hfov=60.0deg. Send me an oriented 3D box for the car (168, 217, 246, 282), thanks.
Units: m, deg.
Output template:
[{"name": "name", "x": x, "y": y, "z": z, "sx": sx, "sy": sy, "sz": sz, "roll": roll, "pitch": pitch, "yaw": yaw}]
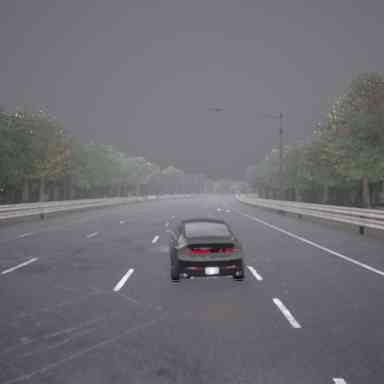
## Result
[{"name": "car", "x": 0.285, "y": 1.508, "z": 9.842, "sx": 1.837, "sy": 1.490, "sz": 4.892, "roll": -1, "pitch": 0, "yaw": -4}]
